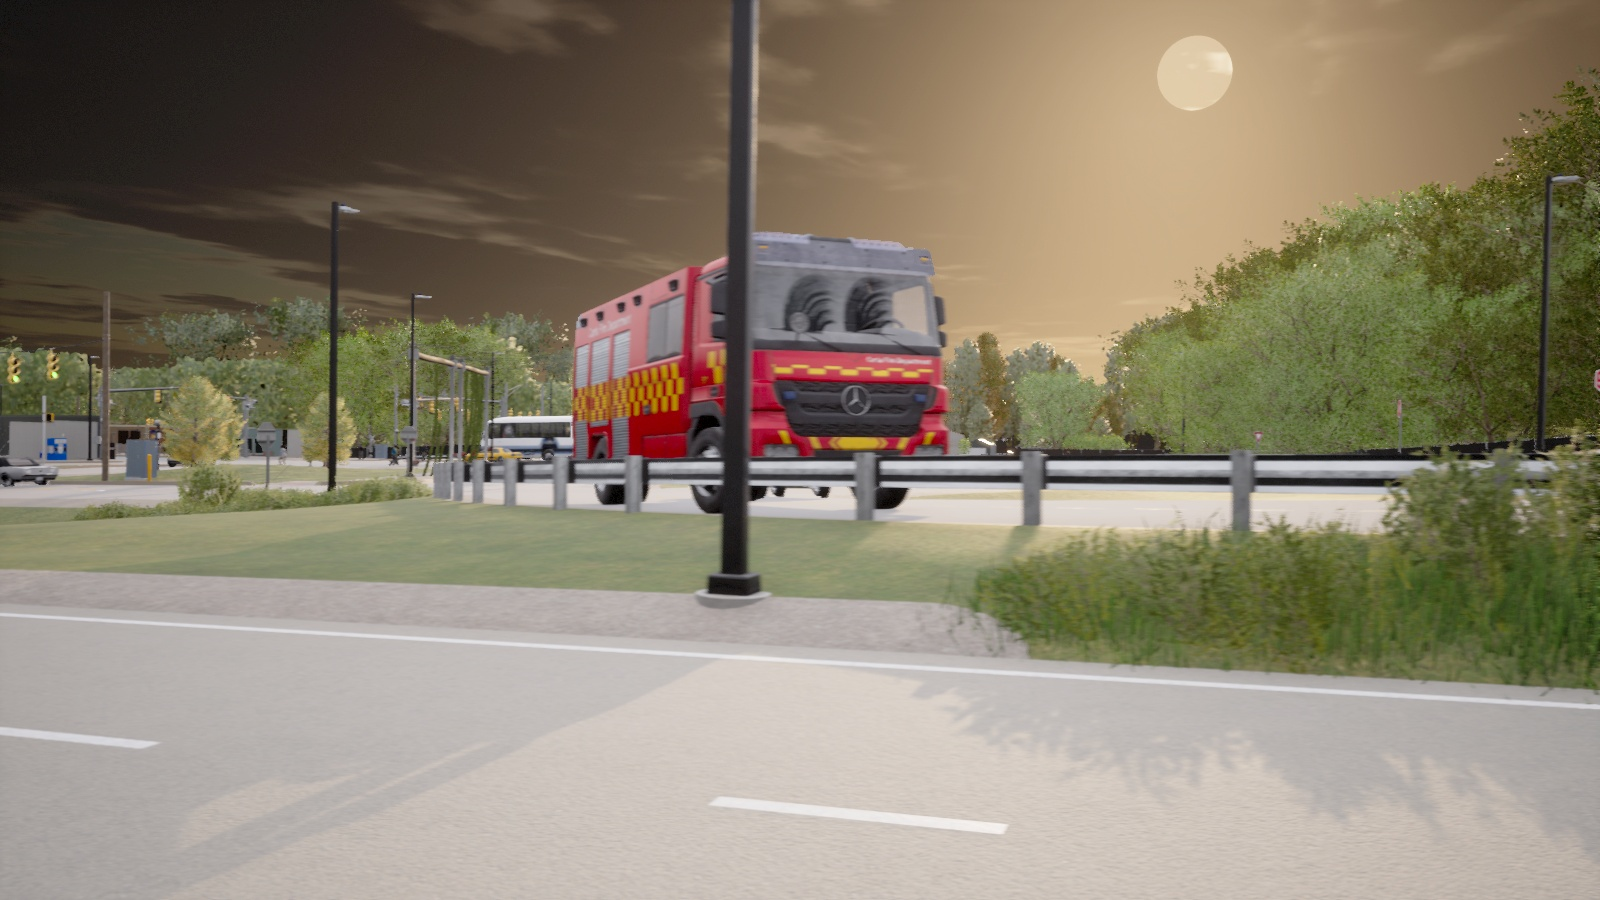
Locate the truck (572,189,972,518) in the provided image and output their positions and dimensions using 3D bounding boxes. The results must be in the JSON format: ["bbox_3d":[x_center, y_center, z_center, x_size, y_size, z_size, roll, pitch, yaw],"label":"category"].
[{"bbox_3d":[-0.934,-1.048,19.025,2.891,3.827,8.468,1,-1,-25],"label":"truck"}]

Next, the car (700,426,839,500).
[{"bbox_3d":[-0.743,0.317,27.470,1.845,1.501,3.633,1,-2,-23],"label":"car"}]

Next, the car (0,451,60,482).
[{"bbox_3d":[-35.319,0.695,55.465,4.718,1.301,1.895,0,1,18],"label":"car"}]
